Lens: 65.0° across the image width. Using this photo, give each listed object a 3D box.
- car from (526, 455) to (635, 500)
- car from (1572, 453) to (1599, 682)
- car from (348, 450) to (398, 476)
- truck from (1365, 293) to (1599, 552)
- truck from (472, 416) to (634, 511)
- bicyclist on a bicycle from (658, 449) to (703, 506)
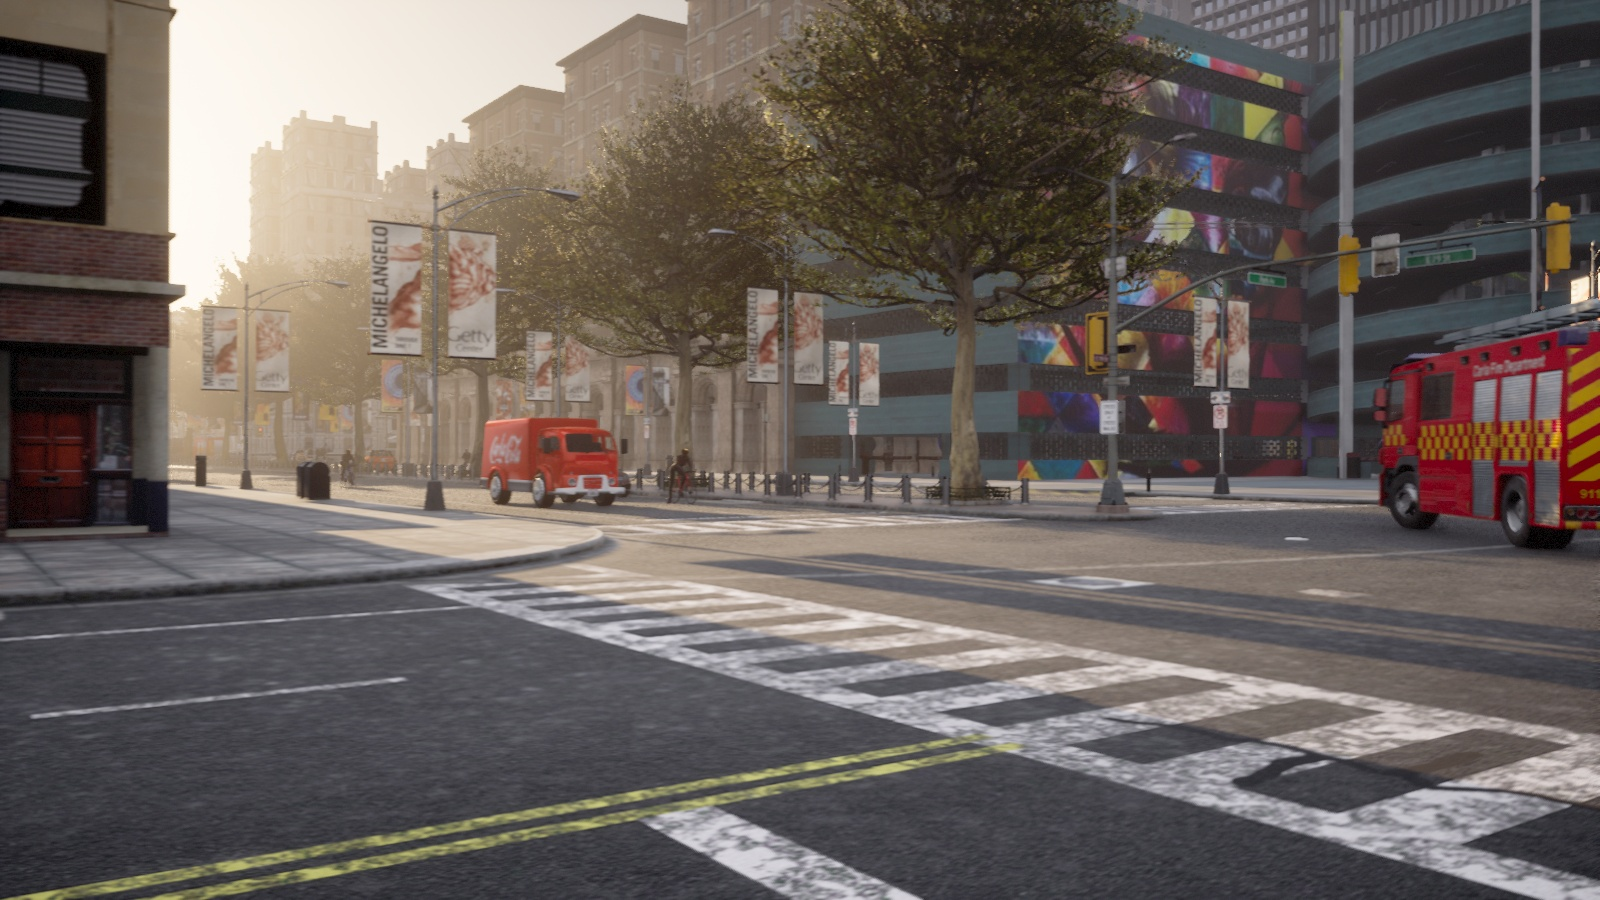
[{"bbox_3d":[-7.471,0.890,42.333,1.812,1.442,4.674,0,0,-35],"label":"car"},{"bbox_3d":[7.166,0.765,8.647,3.633,1.501,1.845,0,0,-35],"label":"car"},{"bbox_3d":[-30.119,0.884,88.514,2.097,1.767,4.553,0,0,-35],"label":"car"},{"bbox_3d":[13.083,-0.392,22.649,2.891,3.827,8.468,0,0,7],"label":"truck"},{"bbox_3d":[-7.106,0.361,35.724,2.627,2.467,5.204,0,0,-35],"label":"truck"},{"bbox_3d":[-3.512,0.795,36.780,0.582,1.620,1.656,0,0,-35],"label":"bicyclist on a bicycle"}]
